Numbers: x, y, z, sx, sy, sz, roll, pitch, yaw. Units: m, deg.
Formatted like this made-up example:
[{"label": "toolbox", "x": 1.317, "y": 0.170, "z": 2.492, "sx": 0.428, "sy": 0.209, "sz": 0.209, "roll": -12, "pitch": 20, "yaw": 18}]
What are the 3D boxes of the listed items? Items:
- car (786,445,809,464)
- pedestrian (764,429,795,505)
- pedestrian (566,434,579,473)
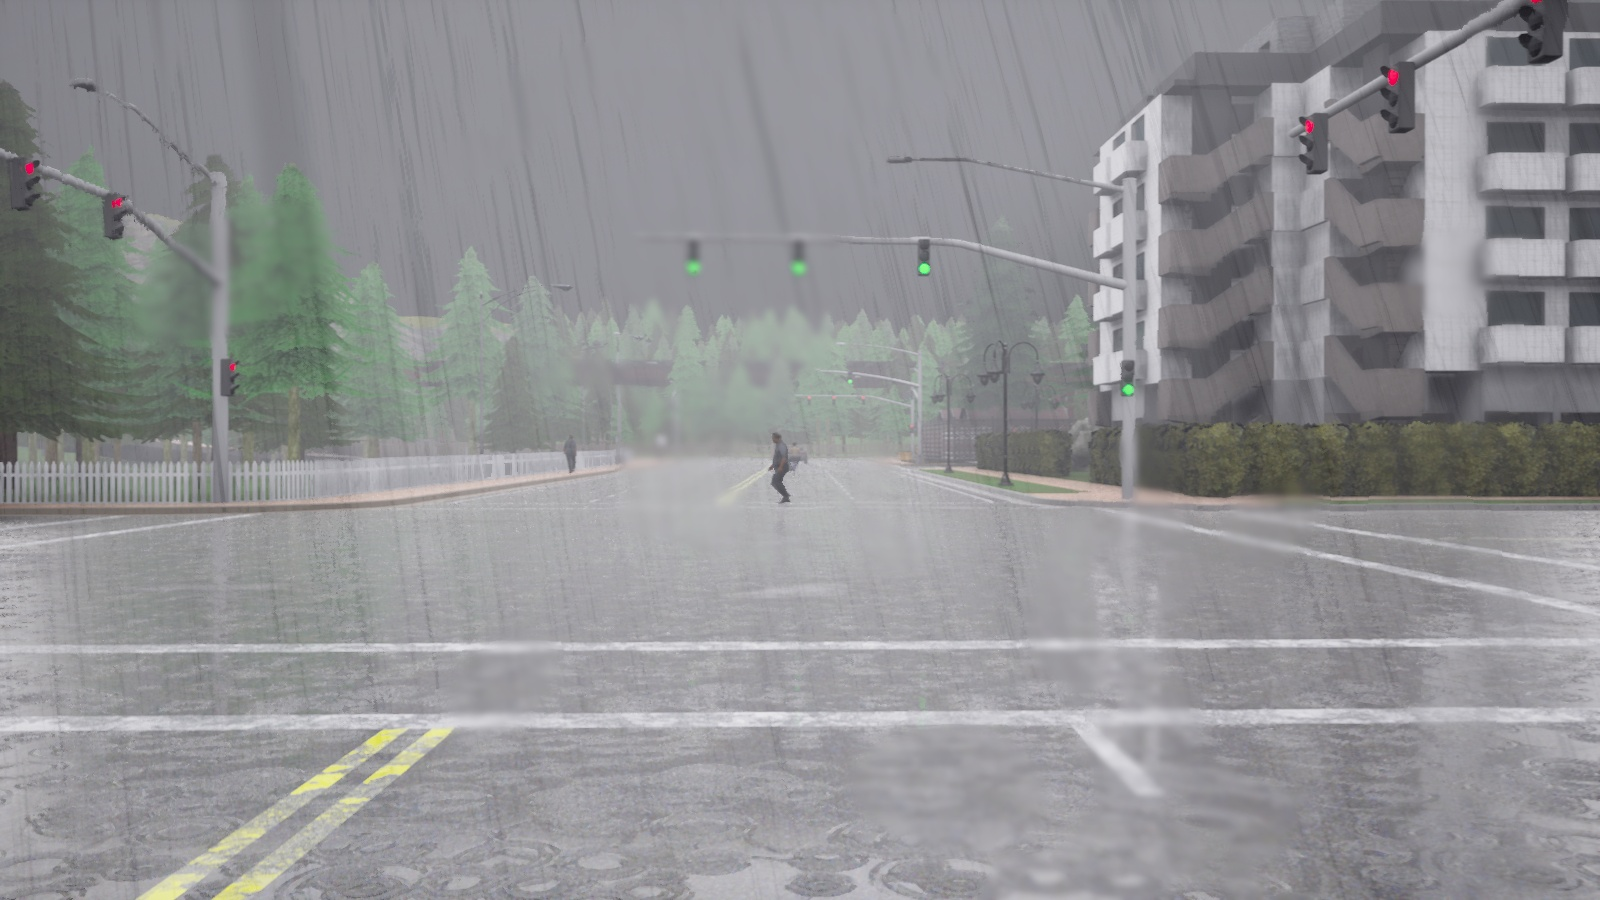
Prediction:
[{"label": "car", "x": -0.205, "y": 0.376, "z": 99.327, "sx": 1.816, "sy": 1.474, "sz": 4.193, "roll": 0, "pitch": 0, "yaw": 0}, {"label": "pedestrian", "x": -0.508, "y": 0.415, "z": 31.020, "sx": 0.694, "sy": 1.848, "sz": 0.540, "roll": 0, "pitch": 0, "yaw": -9}, {"label": "pedestrian", "x": -10.783, "y": 0.172, "z": 59.517, "sx": 0.540, "sy": 1.848, "sz": 0.694, "roll": 0, "pitch": 0, "yaw": -1}]
